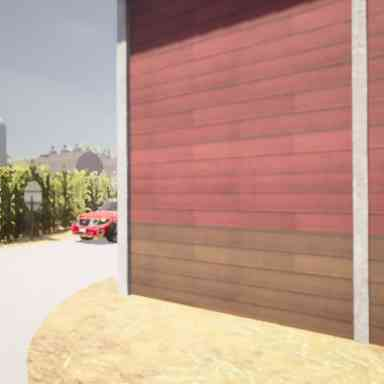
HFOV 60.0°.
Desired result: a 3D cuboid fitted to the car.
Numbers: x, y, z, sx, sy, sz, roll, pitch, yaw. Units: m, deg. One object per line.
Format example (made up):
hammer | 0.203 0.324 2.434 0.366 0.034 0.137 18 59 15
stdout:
car | -3.363 1.295 17.020 2.150 2.045 5.566 0 1 33
